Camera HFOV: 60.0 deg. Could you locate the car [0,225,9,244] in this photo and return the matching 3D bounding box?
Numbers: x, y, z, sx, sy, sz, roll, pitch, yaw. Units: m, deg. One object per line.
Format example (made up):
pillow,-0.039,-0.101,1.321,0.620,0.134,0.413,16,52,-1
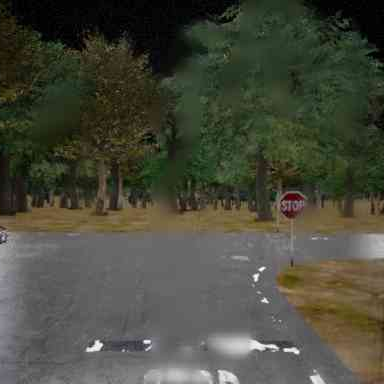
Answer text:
car,-9.233,1.391,11.989,4.674,1.442,1.812,1,1,-7
